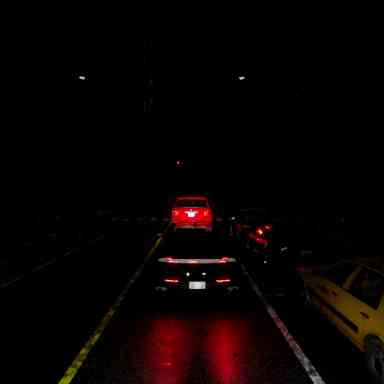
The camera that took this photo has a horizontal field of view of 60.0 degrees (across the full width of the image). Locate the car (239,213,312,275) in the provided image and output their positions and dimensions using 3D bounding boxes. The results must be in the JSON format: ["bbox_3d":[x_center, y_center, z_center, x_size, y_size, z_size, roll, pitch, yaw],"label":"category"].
[{"bbox_3d":[2.855,1.562,10.325,1.947,1.339,4.313,-1,0,0],"label":"car"}]

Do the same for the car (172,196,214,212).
[{"bbox_3d":[0.047,1.214,18.843,2.150,2.045,5.566,0,0,2],"label":"car"}]

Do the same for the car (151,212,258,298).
[{"bbox_3d":[0.090,1.489,8.495,2.128,1.511,4.902,0,0,0],"label":"car"}]

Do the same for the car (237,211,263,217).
[{"bbox_3d":[2.850,1.576,15.910,1.802,1.307,4.206,-1,0,0],"label":"car"}]

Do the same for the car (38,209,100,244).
[{"bbox_3d":[-5.696,1.539,15.898,1.887,1.381,4.507,-1,0,0],"label":"car"}]

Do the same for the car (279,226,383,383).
[{"bbox_3d":[2.861,1.524,4.908,1.752,1.417,4.829,-1,0,0],"label":"car"}]
